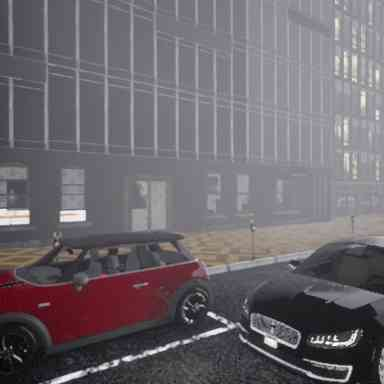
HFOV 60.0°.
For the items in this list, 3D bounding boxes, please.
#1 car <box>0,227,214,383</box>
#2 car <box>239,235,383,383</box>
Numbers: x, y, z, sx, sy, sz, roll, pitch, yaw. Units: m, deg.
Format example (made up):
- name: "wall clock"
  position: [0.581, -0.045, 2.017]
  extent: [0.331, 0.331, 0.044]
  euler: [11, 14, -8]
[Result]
- name: "car"
  position: [-1.697, 1.444, 5.355]
  extent: [4.097, 1.590, 1.967]
  euler: [0, 0, -35]
- name: "car"
  position: [2.905, 1.519, 5.316]
  extent: [4.892, 1.490, 1.837]
  euler: [0, 0, -35]
